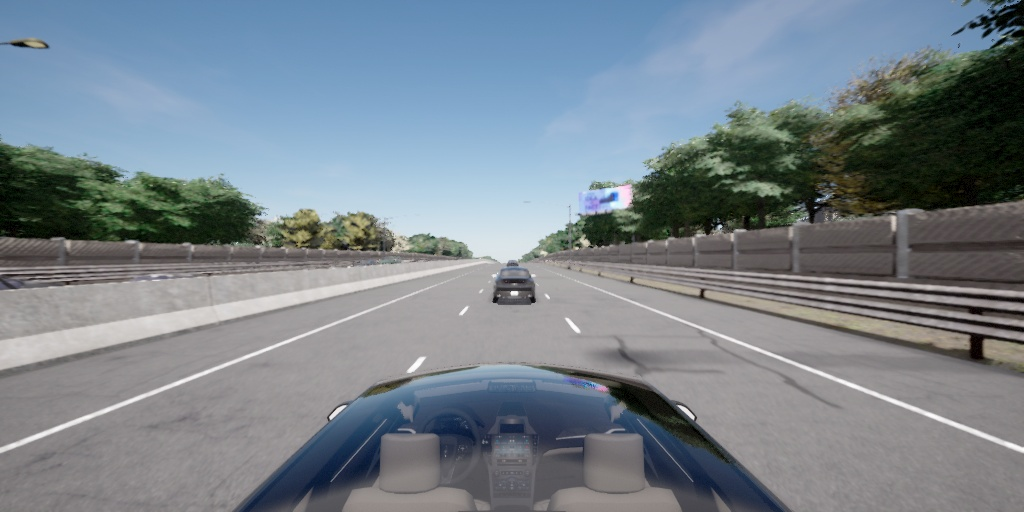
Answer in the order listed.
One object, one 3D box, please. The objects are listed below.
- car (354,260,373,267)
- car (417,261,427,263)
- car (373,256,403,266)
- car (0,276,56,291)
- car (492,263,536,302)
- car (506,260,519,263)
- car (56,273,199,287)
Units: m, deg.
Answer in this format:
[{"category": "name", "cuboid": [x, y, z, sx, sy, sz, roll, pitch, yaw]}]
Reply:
[{"category": "car", "cuboid": [-21.053, 1.347, 51.879, 1.837, 1.490, 4.892, 0, 0, 1]}, {"category": "car", "cuboid": [-14.047, 1.455, 55.755, 1.895, 1.301, 4.718, 0, 0, 1]}, {"category": "car", "cuboid": [-17.553, 1.056, 51.853, 2.150, 2.045, 5.566, 0, 0, 1]}, {"category": "car", "cuboid": [-17.599, 1.302, 11.031, 2.033, 1.411, 5.357, 0, 0, 0]}, {"category": "car", "cuboid": [0.097, 1.267, 17.024, 1.837, 1.490, 4.892, 0, 0, 0]}, {"category": "car", "cuboid": [0.090, 1.356, 54.445, 1.837, 1.490, 4.892, 0, 0, 0]}, {"category": "car", "cuboid": [-14.097, 1.358, 14.266, 1.895, 1.301, 4.718, 0, 0, 0]}]
